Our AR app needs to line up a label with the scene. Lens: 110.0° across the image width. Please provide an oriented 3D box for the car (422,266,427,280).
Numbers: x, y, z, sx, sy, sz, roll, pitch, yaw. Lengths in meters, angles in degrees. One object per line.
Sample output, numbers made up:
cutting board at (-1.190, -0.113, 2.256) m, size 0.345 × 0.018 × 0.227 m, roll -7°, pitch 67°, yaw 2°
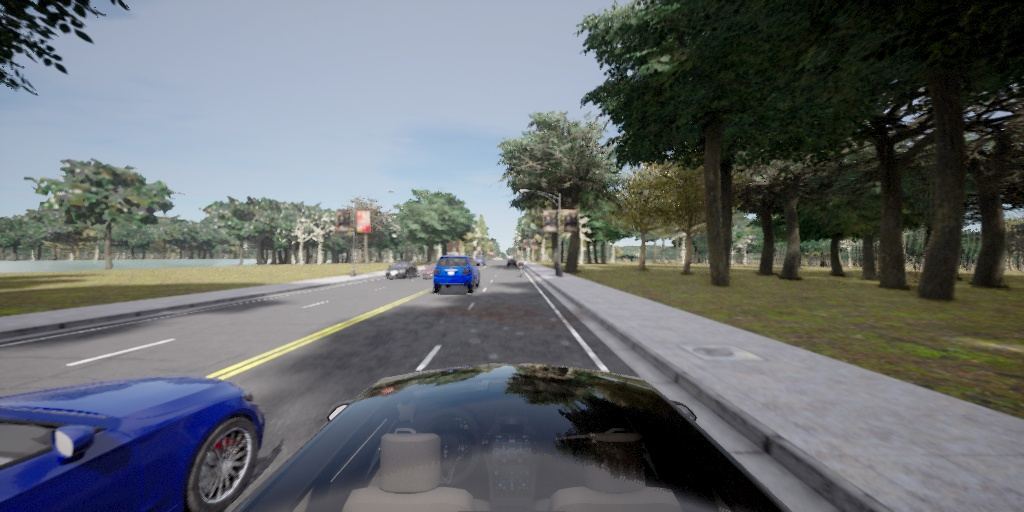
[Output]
car at (-6.600, 1.291, 31.743) m, size 1.812 × 1.442 × 4.674 m, roll 0°, pitch 0°, yaw 0°

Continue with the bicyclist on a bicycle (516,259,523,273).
bicyclist on a bicycle at (0.885, 1.206, 44.018) m, size 0.866 × 1.612 × 1.509 m, roll 0°, pitch 0°, yaw 0°

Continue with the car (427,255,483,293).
car at (-3.156, 0.982, 21.231) m, size 2.150 × 2.045 × 5.566 m, roll 0°, pitch 0°, yaw 0°

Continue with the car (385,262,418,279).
car at (-9.846, 1.258, 32.307) m, size 2.128 × 1.511 × 4.902 m, roll 0°, pitch 0°, yaw 0°

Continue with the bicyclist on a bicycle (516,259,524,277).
bicyclist on a bicycle at (0.885, 1.137, 34.329) m, size 0.659 × 1.776 × 1.843 m, roll 0°, pitch 0°, yaw 0°

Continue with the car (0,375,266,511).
car at (-3.153, 1.276, 1.304) m, size 1.812 × 1.442 × 4.674 m, roll 0°, pitch 0°, yaw 0°
